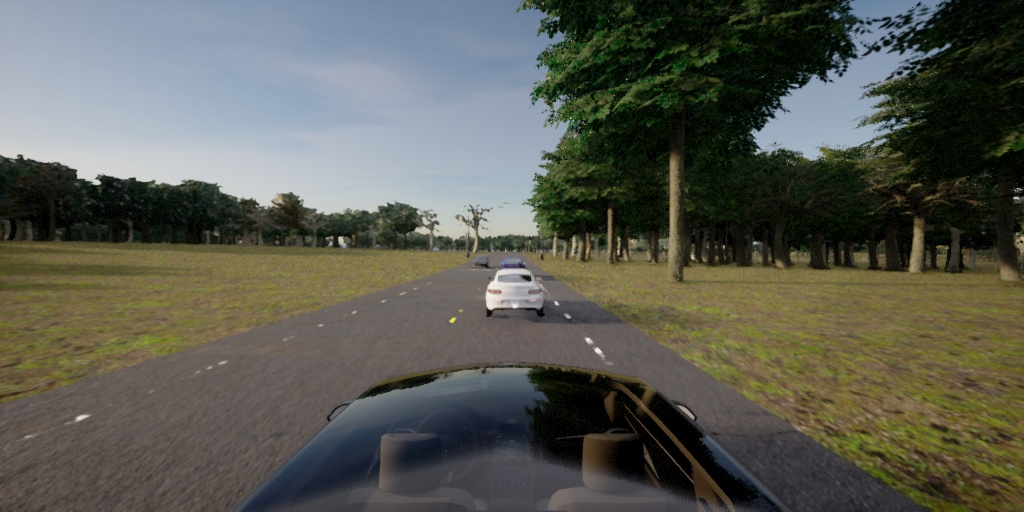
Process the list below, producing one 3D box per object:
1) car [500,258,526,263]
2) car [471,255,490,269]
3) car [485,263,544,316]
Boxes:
[{"bbox_3d":[0.086,0.881,28.397,1.882,1.535,5.008,0,1,0],"label":"car"},{"bbox_3d":[-3.594,0.663,41.601,1.837,1.490,4.892,0,1,0],"label":"car"},{"bbox_3d":[0.086,1.151,12.589,1.812,1.442,4.674,0,1,0],"label":"car"}]
